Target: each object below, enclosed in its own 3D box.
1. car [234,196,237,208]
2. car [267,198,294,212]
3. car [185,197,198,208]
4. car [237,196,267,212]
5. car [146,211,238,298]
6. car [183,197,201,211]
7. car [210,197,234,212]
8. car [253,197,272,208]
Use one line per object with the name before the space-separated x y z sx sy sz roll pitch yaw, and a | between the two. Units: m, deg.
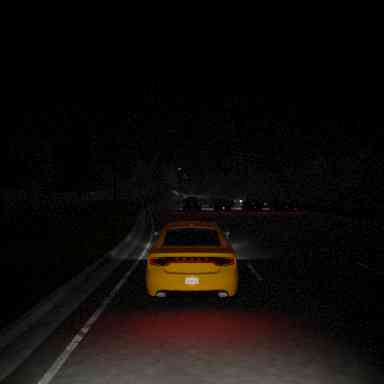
car | 6.994 1.352 49.577 2.097 1.767 4.553 0 0 0
car | 10.495 1.478 39.188 1.882 1.535 5.008 0 0 0
car | -0.006 1.505 49.606 1.837 1.490 4.892 0 0 0
car | 6.995 1.491 39.187 2.128 1.511 4.902 0 0 0
car | -0.001 1.478 8.578 1.882 1.535 5.008 0 0 0
car | -0.005 1.352 39.573 2.097 1.767 4.553 0 0 0
car | 3.495 1.505 39.187 1.837 1.490 4.892 0 0 0
car | 10.494 1.526 49.607 1.812 1.442 4.674 0 0 0
